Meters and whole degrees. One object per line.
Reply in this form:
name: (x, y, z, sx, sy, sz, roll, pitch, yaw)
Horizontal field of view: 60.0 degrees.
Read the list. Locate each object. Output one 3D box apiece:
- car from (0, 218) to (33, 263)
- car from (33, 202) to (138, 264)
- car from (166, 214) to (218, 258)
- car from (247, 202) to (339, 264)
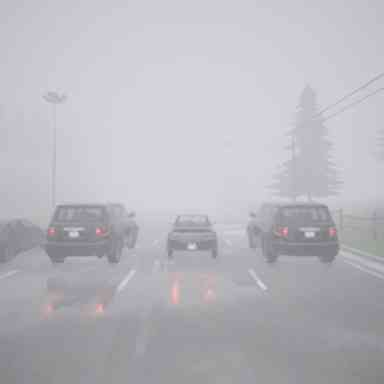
car: (-6.990, 1.687, 12.486, 2.033, 1.411, 5.357, 0, -1, 0)
car: (-3.490, 1.365, 12.541, 2.150, 2.045, 5.566, 0, 0, 0)
car: (0.020, 1.643, 13.480, 2.128, 1.511, 4.902, 0, 0, 0)
car: (3.510, 1.365, 12.543, 2.150, 2.045, 5.566, 0, 0, 0)
